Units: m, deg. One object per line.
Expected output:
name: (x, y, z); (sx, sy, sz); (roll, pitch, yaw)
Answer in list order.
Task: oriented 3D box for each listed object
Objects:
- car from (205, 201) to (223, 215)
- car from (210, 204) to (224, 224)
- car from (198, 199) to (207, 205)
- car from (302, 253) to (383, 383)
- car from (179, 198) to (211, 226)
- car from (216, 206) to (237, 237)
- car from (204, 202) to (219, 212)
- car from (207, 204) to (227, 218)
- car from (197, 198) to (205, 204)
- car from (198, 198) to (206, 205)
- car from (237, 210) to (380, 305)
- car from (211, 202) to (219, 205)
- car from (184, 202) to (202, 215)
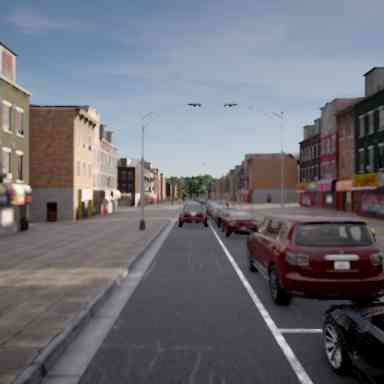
car: (2.635, 1.881, 41.031); (1.967, 1.590, 4.097); (0, -1, 0)
car: (2.636, 1.816, 24.630); (1.947, 1.339, 4.313); (0, -1, 0)
car: (2.634, 2.484, 83.837); (1.967, 1.590, 4.097); (-1, -1, 0)
car: (2.636, 1.592, 2.764); (1.947, 1.339, 4.313); (0, -1, 0)
car: (0.099, 1.615, 25.582); (2.097, 1.767, 4.553); (0, 0, 0)
car: (2.636, 1.735, 19.164); (1.887, 1.381, 4.507); (0, -1, 0)
car: (2.636, 2.091, 46.496); (1.802, 1.307, 4.206); (0, -1, 0)
car: (2.636, 1.957, 35.564); (1.802, 1.307, 4.206); (0, -1, 0)
car: (2.633, 2.532, 94.643); (2.192, 1.841, 5.009); (-1, -1, 0)
car: (2.633, 2.445, 89.240); (2.192, 1.841, 5.009); (-1, -1, 0)
car: (2.635, 1.393, 8.232); (2.192, 1.841, 5.009); (0, -1, 0)
car: (2.636, 1.839, 30.267); (1.752, 1.417, 4.829); (0, -1, 0)
car: (0.102, 1.991, 41.227); (2.033, 1.411, 5.357); (0, -1, 0)
